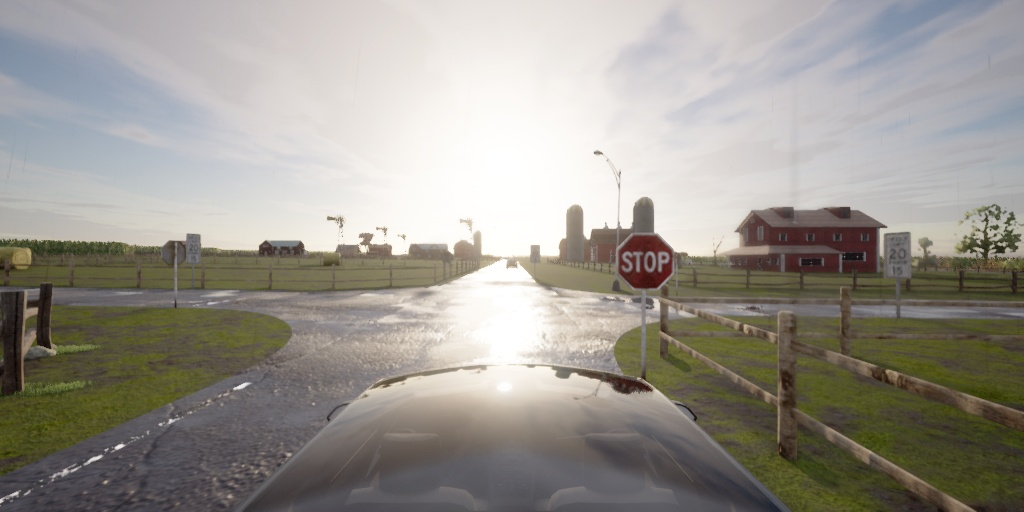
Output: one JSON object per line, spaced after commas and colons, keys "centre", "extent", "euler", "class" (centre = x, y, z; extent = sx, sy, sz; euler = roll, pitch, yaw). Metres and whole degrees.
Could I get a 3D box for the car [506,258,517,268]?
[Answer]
{"centre": [-0.037, 1.355, 61.759], "extent": [1.895, 1.301, 4.718], "euler": [0, 0, 0], "class": "car"}
